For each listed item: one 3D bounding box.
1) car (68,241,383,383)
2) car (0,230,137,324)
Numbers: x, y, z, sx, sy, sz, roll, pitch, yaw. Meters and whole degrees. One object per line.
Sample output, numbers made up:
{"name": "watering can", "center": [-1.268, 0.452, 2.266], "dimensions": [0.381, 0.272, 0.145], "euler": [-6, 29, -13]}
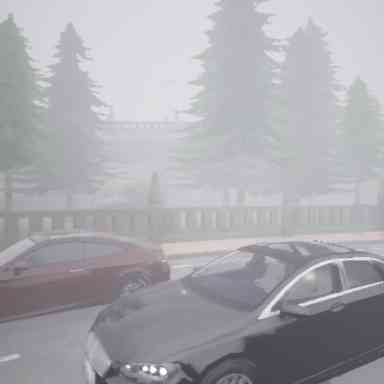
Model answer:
{"name": "car", "center": [1.170, 1.469, 4.364], "dimensions": [4.902, 1.511, 2.128], "euler": [0, 0, -29]}
{"name": "car", "center": [-2.613, 1.469, 6.110], "dimensions": [4.674, 1.442, 1.812], "euler": [0, 0, -33]}
